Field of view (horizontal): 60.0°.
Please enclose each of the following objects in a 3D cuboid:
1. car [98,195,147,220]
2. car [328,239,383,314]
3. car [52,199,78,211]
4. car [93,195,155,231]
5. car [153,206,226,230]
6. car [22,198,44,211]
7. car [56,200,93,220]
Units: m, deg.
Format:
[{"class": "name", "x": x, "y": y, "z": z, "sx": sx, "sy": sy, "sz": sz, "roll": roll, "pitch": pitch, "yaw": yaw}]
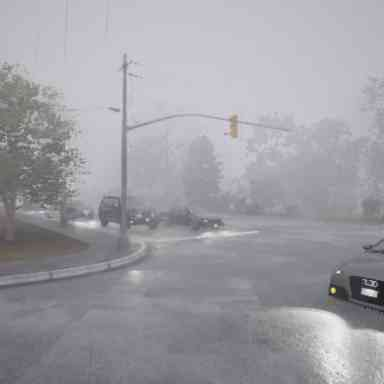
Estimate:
[{"class": "car", "x": -6.523, "y": 1.329, "z": 30.554, "sx": 2.150, "sy": 2.045, "sz": 5.566, "roll": 1, "pitch": -1, "yaw": -38}, {"class": "car", "x": 4.805, "y": 1.631, "z": 7.076, "sx": 4.181, "sy": 1.385, "sz": 1.994, "roll": 1, "pitch": 0, "yaw": -35}, {"class": "car", "x": -16.641, "y": 1.671, "z": 43.507, "sx": 1.812, "sy": 1.442, "sz": 4.674, "roll": 1, "pitch": -1, "yaw": -38}, {"class": "car", "x": -4.261, "y": 1.300, "z": 21.807, "sx": 2.150, "sy": 2.045, "sz": 5.566, "roll": 1, "pitch": 0, "yaw": -37}, {"class": "car", "x": -0.156, "y": 1.653, "z": 22.158, "sx": 2.033, "sy": 1.411, "sz": 5.357, "roll": 1, "pitch": 0, "yaw": -37}, {"class": "car", "x": -20.297, "y": 1.674, "z": 42.510, "sx": 2.033, "sy": 1.411, "sz": 5.357, "roll": 1, "pitch": -1, "yaw": -38}, {"class": "car", "x": -10.286, "y": 1.572, "z": 29.693, "sx": 2.128, "sy": 1.511, "sz": 4.902, "roll": 1, "pitch": 0, "yaw": -38}]
